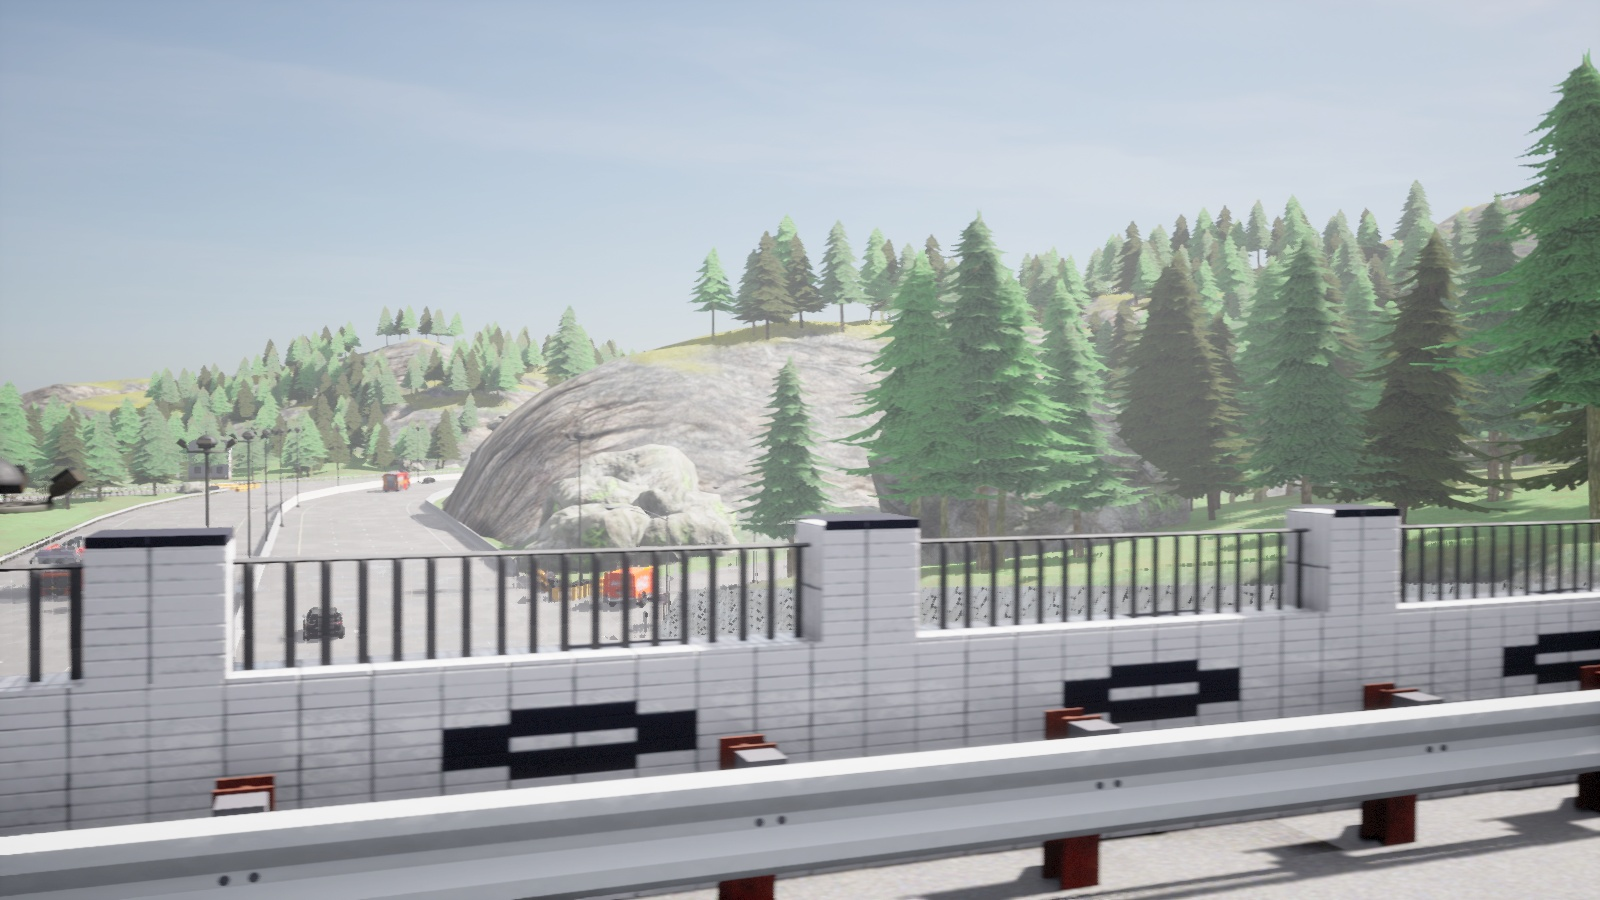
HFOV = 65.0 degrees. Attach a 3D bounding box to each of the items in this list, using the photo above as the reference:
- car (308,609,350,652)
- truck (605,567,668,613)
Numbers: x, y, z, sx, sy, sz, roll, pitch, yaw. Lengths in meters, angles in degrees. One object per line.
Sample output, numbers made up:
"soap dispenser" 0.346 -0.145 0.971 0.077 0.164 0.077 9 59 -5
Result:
"car" -27.869 10.629 74.224 2.242 1.667 4.611 -2 1 -21
"truck" -11.328 9.689 87.321 2.627 2.467 5.204 -1 1 13
